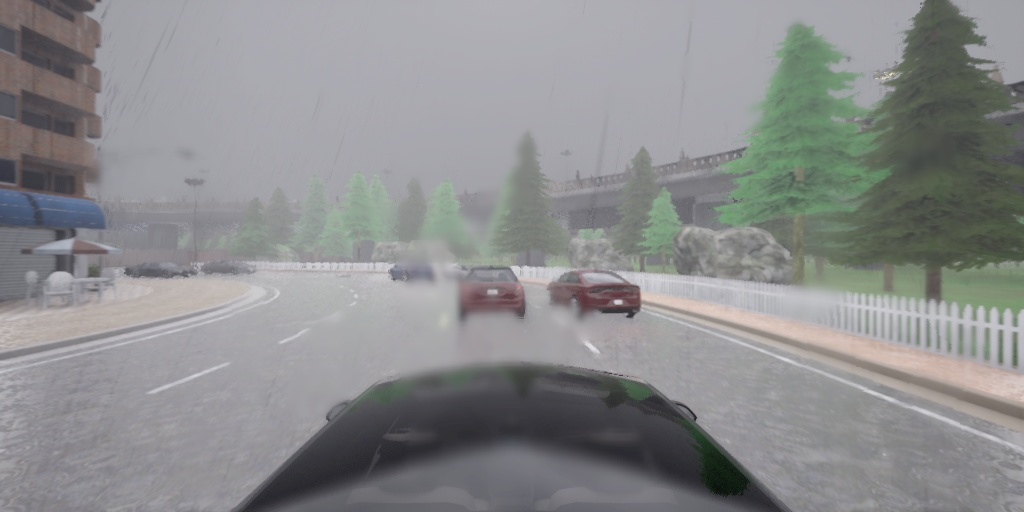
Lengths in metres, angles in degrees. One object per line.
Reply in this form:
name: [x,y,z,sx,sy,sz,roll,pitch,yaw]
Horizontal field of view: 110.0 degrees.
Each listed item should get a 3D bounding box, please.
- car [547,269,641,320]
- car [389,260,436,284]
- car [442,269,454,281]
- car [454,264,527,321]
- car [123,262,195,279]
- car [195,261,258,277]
car: [2.653,1.206,12.720,1.882,1.535,5.008,0,-1,-9]
car: [-7.490,1.050,26.673,2.097,1.767,4.553,0,0,-38]
car: [-3.541,1.299,27.326,1.895,1.301,4.718,0,0,-36]
car: [-0.865,1.079,12.600,2.097,1.767,4.553,0,0,-9]
car: [-30.256,1.236,30.902,5.357,1.411,2.033,0,0,4]
car: [-26.588,1.175,33.872,4.902,1.511,2.128,0,0,9]
